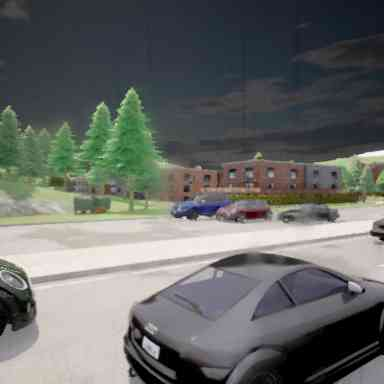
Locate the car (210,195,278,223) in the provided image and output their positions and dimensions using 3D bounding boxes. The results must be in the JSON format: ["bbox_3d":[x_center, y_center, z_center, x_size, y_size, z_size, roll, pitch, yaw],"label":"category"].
[{"bbox_3d":[3.984,1.351,25.207,4.553,1.767,2.097,0,0,-35],"label":"car"}]

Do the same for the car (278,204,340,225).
[{"bbox_3d":[8.596,1.548,24.167,5.357,1.411,2.033,0,0,-35],"label":"car"}]

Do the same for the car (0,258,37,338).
[{"bbox_3d":[-4.708,1.350,4.638,4.553,1.767,2.097,0,0,-36],"label":"car"}]

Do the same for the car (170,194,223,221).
[{"bbox_3d":[0.929,1.221,27.338,5.566,2.045,2.150,0,0,-35],"label":"car"}]

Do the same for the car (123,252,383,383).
[{"bbox_3d":[1.203,1.564,4.583,4.181,1.385,1.994,0,0,-36],"label":"car"}]

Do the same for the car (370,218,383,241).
[{"bbox_3d":[10.347,1.549,15.409,5.357,1.411,2.033,0,0,-36],"label":"car"}]
